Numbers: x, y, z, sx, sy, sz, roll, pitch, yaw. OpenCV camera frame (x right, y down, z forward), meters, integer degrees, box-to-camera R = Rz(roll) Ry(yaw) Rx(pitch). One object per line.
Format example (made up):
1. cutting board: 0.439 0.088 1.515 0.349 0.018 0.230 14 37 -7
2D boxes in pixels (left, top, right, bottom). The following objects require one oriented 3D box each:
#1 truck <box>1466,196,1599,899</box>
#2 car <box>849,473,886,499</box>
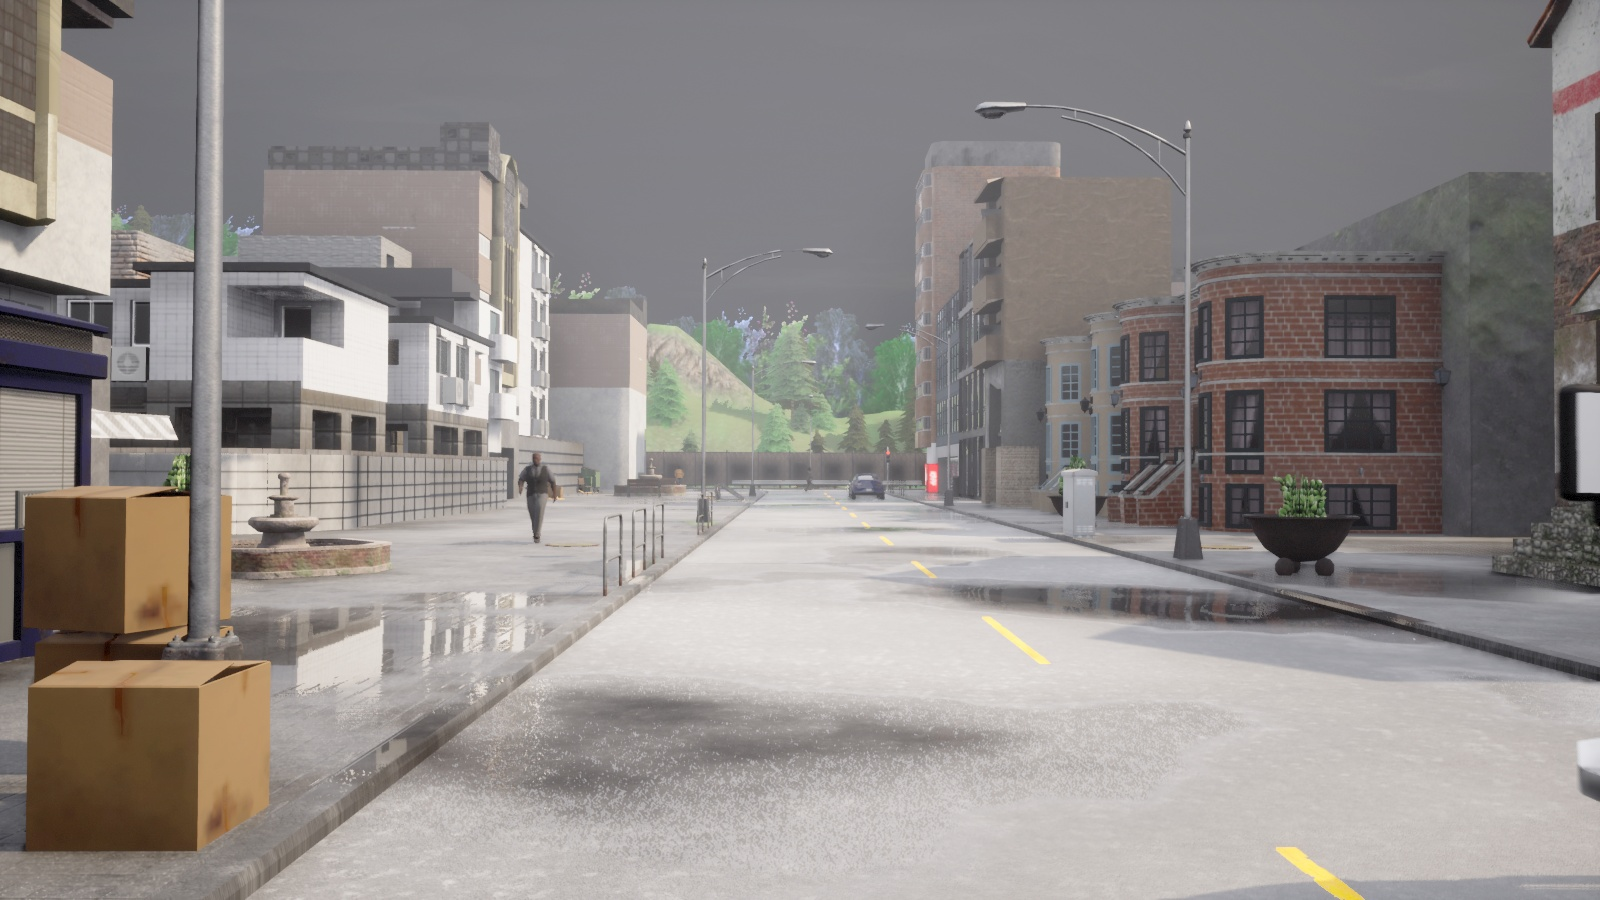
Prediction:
1. truck: 3.989 0.352 2.404 2.627 2.467 5.204 0 -1 0
2. car: 3.770 2.015 71.043 1.812 1.442 4.674 0 -1 0
